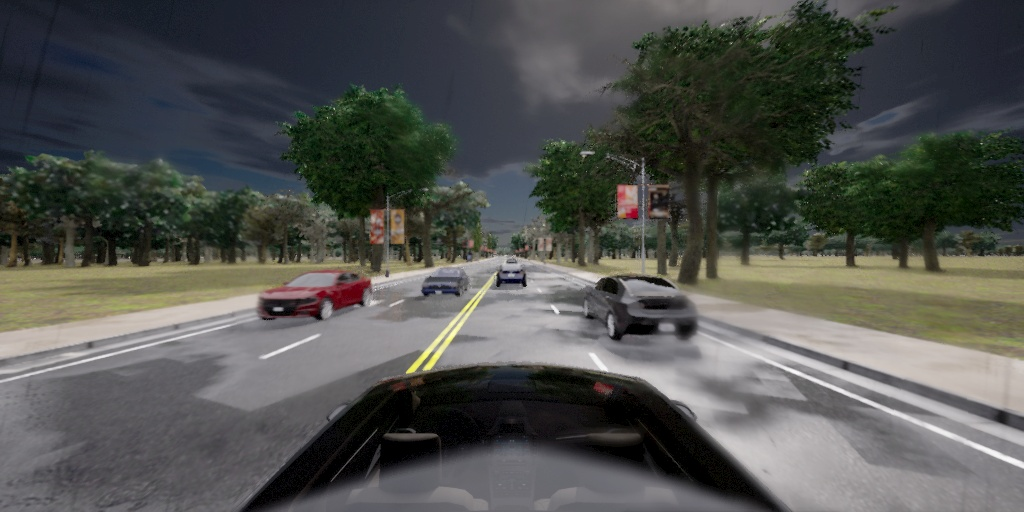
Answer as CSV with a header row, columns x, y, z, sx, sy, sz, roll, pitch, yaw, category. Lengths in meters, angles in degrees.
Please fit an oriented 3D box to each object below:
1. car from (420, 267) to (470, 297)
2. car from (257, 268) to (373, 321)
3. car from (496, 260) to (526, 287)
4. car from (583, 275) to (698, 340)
x,y,z,sx,sy,sz,roll,pitch,yaw,category
-3.360,1.303,19.115,2.033,1.411,5.357,0,0,0,car
-6.607,1.231,12.627,1.882,1.535,5.008,0,0,0,car
-0.046,1.261,24.873,2.163,1.488,4.792,0,0,0,car
3.245,1.257,9.923,1.837,1.490,4.892,0,0,0,car
